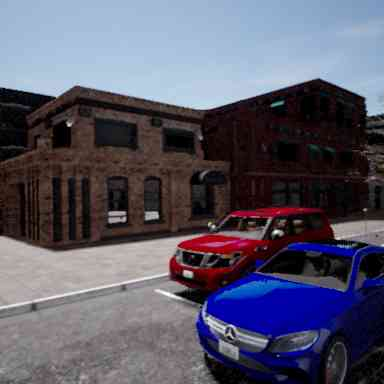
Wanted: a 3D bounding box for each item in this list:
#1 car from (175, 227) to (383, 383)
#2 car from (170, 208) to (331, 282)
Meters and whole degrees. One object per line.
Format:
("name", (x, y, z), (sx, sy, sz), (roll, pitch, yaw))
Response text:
("car", (2.166, 1.550, 5.361), (4.674, 1.442, 1.812), (0, -1, -41))
("car", (1.816, 1.367, 8.507), (5.009, 1.841, 2.192), (0, -1, -41))
